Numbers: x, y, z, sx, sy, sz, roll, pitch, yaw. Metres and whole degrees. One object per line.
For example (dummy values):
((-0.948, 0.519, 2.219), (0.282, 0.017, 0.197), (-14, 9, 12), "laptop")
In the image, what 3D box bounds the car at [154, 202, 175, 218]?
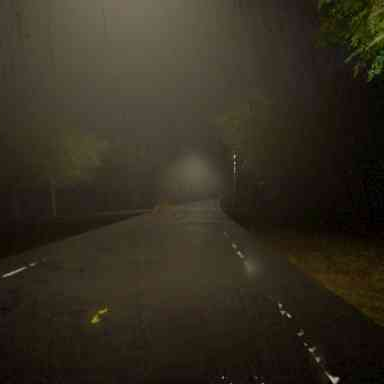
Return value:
((-2.868, 1.859, 35.374), (1.882, 1.535, 5.008), (0, -1, 2), "car")
